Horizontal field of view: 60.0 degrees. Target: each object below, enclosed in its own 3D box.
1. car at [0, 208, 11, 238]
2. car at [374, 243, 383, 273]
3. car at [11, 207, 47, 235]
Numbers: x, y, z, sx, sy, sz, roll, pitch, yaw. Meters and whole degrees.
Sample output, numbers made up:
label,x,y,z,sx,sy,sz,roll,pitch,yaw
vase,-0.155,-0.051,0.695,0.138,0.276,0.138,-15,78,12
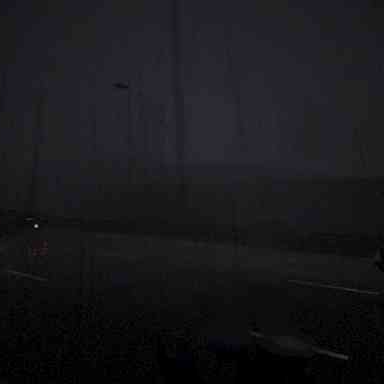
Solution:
label,x,y,z,sx,sy,sz,roll,pitch,yaw
car,-11.177,1.659,16.268,5.008,1.535,1.882,-1,0,36
car,6.903,1.588,7.668,4.718,1.301,1.895,-1,0,35
car,-10.822,1.706,20.321,4.892,1.490,1.837,-1,0,36
